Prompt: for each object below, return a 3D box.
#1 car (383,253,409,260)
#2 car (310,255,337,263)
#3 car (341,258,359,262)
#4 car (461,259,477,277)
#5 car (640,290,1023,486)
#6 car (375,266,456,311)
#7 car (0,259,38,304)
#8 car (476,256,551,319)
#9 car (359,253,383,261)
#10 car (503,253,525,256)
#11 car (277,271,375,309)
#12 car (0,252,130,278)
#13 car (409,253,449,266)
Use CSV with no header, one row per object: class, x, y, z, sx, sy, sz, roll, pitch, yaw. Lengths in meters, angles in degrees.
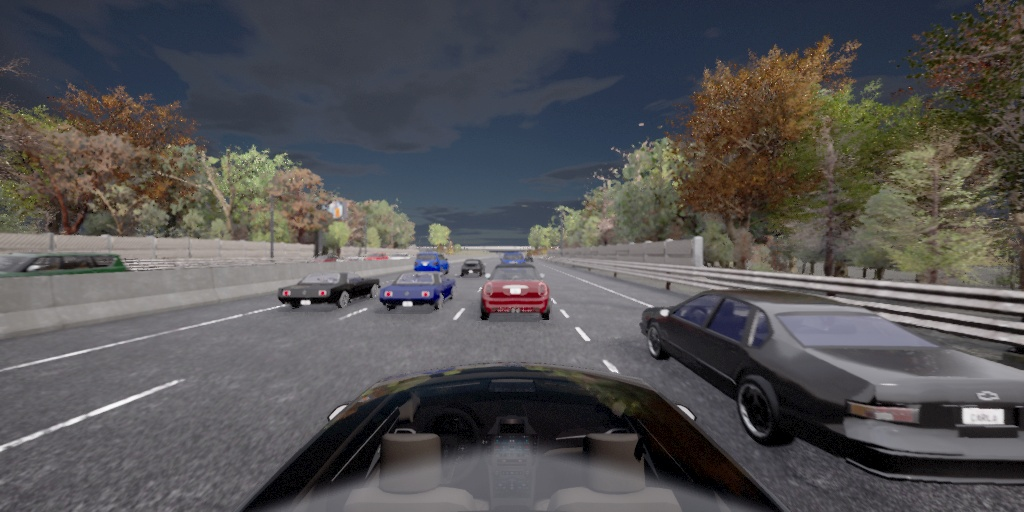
car,-17.525,0.560,55.651,2.150,2.045,5.566,0,1,1
car,-28.026,0.709,53.514,2.097,1.767,4.553,0,0,1
car,-24.522,0.945,55.275,1.895,1.301,4.718,0,0,1
car,-3.389,1.019,31.970,1.837,1.490,4.892,0,0,0
car,3.527,1.199,5.126,2.033,1.411,5.357,0,0,2
car,-3.396,1.253,13.903,1.895,1.301,4.718,0,0,0
car,-21.095,1.013,12.894,2.097,1.767,4.553,0,0,0
car,0.103,1.015,12.485,2.097,1.767,4.553,0,0,0
car,-21.023,0.561,55.505,2.150,2.045,5.566,0,1,1
car,0.110,0.742,31.179,2.150,2.045,5.566,0,0,0
car,-6.895,1.251,14.218,1.895,1.301,4.718,0,0,0
car,-17.597,0.880,13.209,2.150,2.045,5.566,0,0,0
car,-6.891,0.743,31.133,2.150,2.045,5.566,0,0,0
